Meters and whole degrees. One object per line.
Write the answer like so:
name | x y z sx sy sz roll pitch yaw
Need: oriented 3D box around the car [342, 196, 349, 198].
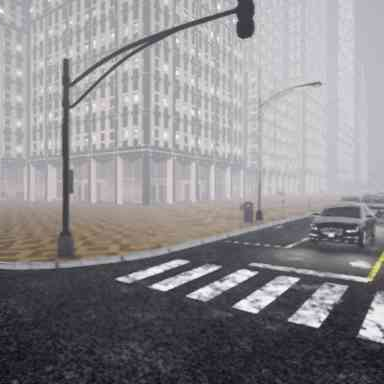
car | 13.651 0.979 28.534 1.947 1.339 4.313 2 2 35

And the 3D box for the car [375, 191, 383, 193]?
car | 20.161 0.789 37.765 1.947 1.339 4.313 2 2 35

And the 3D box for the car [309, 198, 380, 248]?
car | 6.210 1.210 13.508 1.837 1.490 4.892 0 1 35

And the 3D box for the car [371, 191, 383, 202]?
car | 26.671 0.578 46.997 1.887 1.381 4.507 1 2 35

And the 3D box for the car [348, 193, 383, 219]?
car | 11.993 1.026 21.705 2.128 1.511 4.902 0 1 35
